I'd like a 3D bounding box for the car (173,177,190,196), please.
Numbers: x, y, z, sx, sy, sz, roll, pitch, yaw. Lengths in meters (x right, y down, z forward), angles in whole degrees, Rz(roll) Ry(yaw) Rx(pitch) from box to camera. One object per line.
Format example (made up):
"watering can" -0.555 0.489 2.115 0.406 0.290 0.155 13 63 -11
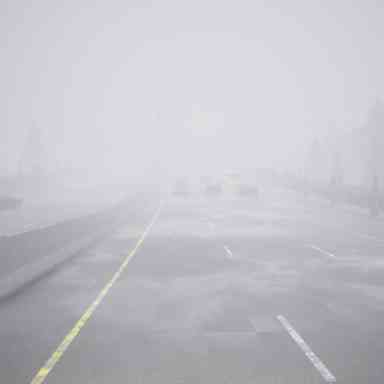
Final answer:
"car" -1.196 -0.452 37.741 2.033 1.411 5.357 0 7 -1

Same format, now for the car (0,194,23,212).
"car" -14.854 0.914 25.341 1.895 1.301 4.718 0 5 -2

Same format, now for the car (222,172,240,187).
"car" 5.496 -1.845 46.442 2.150 2.045 5.566 0 7 -2

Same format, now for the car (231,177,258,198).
"car" 5.902 -0.336 36.455 1.882 1.535 5.008 0 7 -2

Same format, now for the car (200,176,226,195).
"car" 2.348 -0.570 38.239 1.882 1.535 5.008 0 7 -2

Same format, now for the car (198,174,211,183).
"car" 2.016 -1.861 48.516 1.882 1.535 5.008 0 7 -2

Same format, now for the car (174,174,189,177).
"car" -1.528 -1.822 48.087 1.882 1.535 5.008 0 7 -1
